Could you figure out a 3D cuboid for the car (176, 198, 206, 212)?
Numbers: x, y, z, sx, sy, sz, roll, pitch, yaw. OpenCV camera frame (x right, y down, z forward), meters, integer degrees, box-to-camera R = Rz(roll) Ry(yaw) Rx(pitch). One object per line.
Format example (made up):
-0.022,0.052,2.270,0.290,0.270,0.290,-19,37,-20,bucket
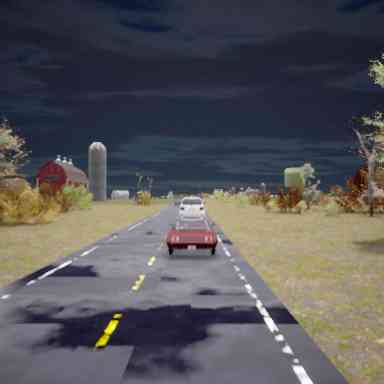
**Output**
0.003,1.497,29.069,2.150,2.045,5.566,0,0,0,car

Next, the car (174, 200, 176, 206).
-2.745,2.183,69.803,1.837,1.490,4.892,0,-1,0,car

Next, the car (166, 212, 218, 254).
0.002,1.737,14.161,1.895,1.301,4.718,0,-1,0,car
